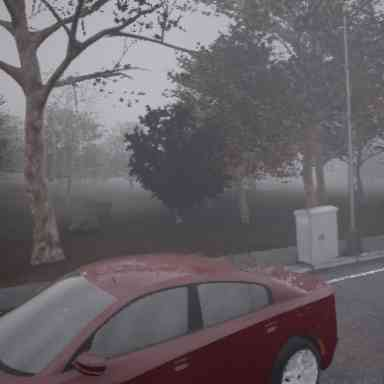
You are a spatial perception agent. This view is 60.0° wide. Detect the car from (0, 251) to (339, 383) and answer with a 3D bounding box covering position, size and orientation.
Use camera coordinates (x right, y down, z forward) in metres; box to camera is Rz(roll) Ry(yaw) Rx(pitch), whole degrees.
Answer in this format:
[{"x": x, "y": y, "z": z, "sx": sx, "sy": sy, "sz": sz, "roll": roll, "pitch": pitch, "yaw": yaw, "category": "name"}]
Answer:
[{"x": -0.618, "y": 1.454, "z": 3.350, "sx": 5.008, "sy": 1.535, "sz": 1.882, "roll": 0, "pitch": 0, "yaw": -33, "category": "car"}]
